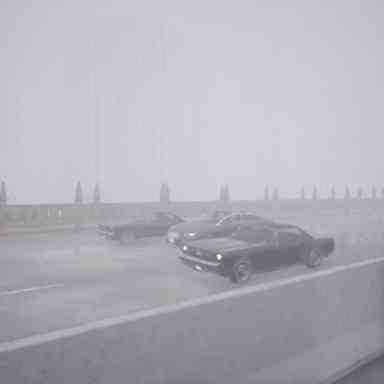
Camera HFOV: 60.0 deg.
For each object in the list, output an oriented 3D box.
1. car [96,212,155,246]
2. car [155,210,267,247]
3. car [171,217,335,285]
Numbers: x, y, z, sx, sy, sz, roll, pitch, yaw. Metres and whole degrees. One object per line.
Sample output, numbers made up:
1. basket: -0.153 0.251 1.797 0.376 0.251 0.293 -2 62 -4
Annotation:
1. car: -1.933 1.594 15.423 4.718 1.301 1.895 0 0 -35
2. car: 1.285 1.485 13.388 4.902 1.511 2.128 0 0 -35
3. car: 1.987 1.596 9.625 4.718 1.301 1.895 0 0 -35
